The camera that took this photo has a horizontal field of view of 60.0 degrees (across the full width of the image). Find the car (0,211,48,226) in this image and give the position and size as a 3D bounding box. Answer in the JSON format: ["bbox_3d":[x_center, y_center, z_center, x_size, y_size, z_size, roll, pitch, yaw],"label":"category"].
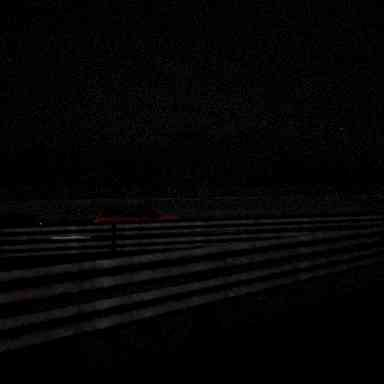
[{"bbox_3d":[-9.794,1.687,17.490,4.181,1.385,1.994,-1,0,-14],"label":"car"}]

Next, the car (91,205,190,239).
[{"bbox_3d":[-2.426,1.400,15.773,4.553,1.767,2.097,-1,0,-14],"label":"car"}]
